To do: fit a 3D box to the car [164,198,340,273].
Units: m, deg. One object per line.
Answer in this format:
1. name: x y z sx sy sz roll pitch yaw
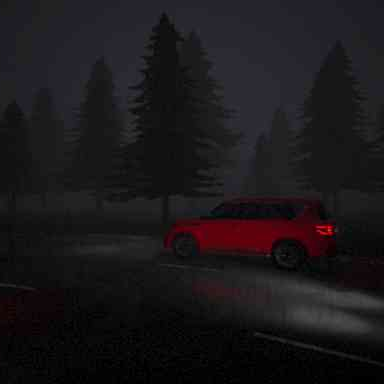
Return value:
1. car: 1.796 1.216 10.850 5.566 2.045 2.150 0 0 28
